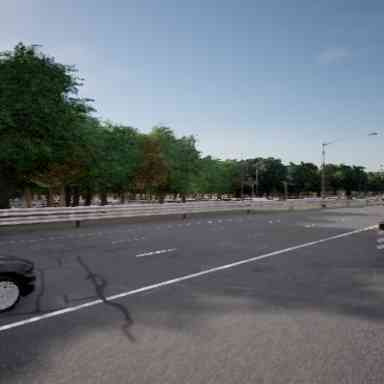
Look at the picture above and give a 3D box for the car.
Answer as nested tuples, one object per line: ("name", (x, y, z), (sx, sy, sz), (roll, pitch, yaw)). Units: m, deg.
("car", (-5.420, 1.596, 5.871), (1.882, 1.535, 5.008), (0, 0, 42))
